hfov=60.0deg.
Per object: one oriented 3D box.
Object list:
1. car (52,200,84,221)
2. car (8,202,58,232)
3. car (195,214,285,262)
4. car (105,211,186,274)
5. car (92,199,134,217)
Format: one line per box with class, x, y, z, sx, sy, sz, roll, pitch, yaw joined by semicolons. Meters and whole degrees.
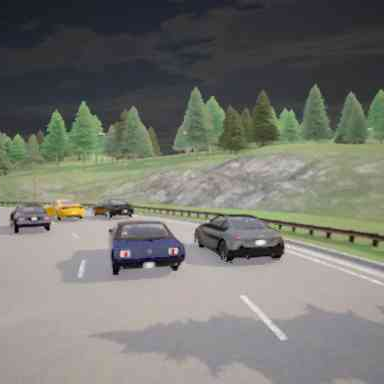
car;-10.108;1.326;25.971;1.882;1.535;5.008;0;0;-40
car;-9.609;1.445;19.596;2.033;1.411;5.357;-1;1;-32
car;1.493;1.456;11.802;1.994;1.385;4.181;0;0;-16
car;-1.647;1.524;10.442;1.895;1.301;4.718;0;0;-15
car;-6.542;1.294;27.089;1.882;1.535;5.008;0;0;-38
